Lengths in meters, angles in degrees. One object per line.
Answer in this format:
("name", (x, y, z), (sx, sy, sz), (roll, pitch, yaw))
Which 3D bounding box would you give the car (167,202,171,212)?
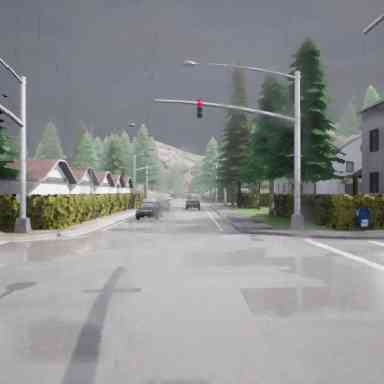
("car", (-3.562, 1.579, 38.531), (1.994, 1.385, 4.181), (0, 0, 1))

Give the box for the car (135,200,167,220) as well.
("car", (-3.587, 1.558, 28.614), (2.033, 1.411, 5.357), (0, 0, 0))

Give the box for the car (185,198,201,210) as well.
("car", (0.118, 1.521, 43.264), (1.837, 1.490, 4.892), (0, 0, 0))
